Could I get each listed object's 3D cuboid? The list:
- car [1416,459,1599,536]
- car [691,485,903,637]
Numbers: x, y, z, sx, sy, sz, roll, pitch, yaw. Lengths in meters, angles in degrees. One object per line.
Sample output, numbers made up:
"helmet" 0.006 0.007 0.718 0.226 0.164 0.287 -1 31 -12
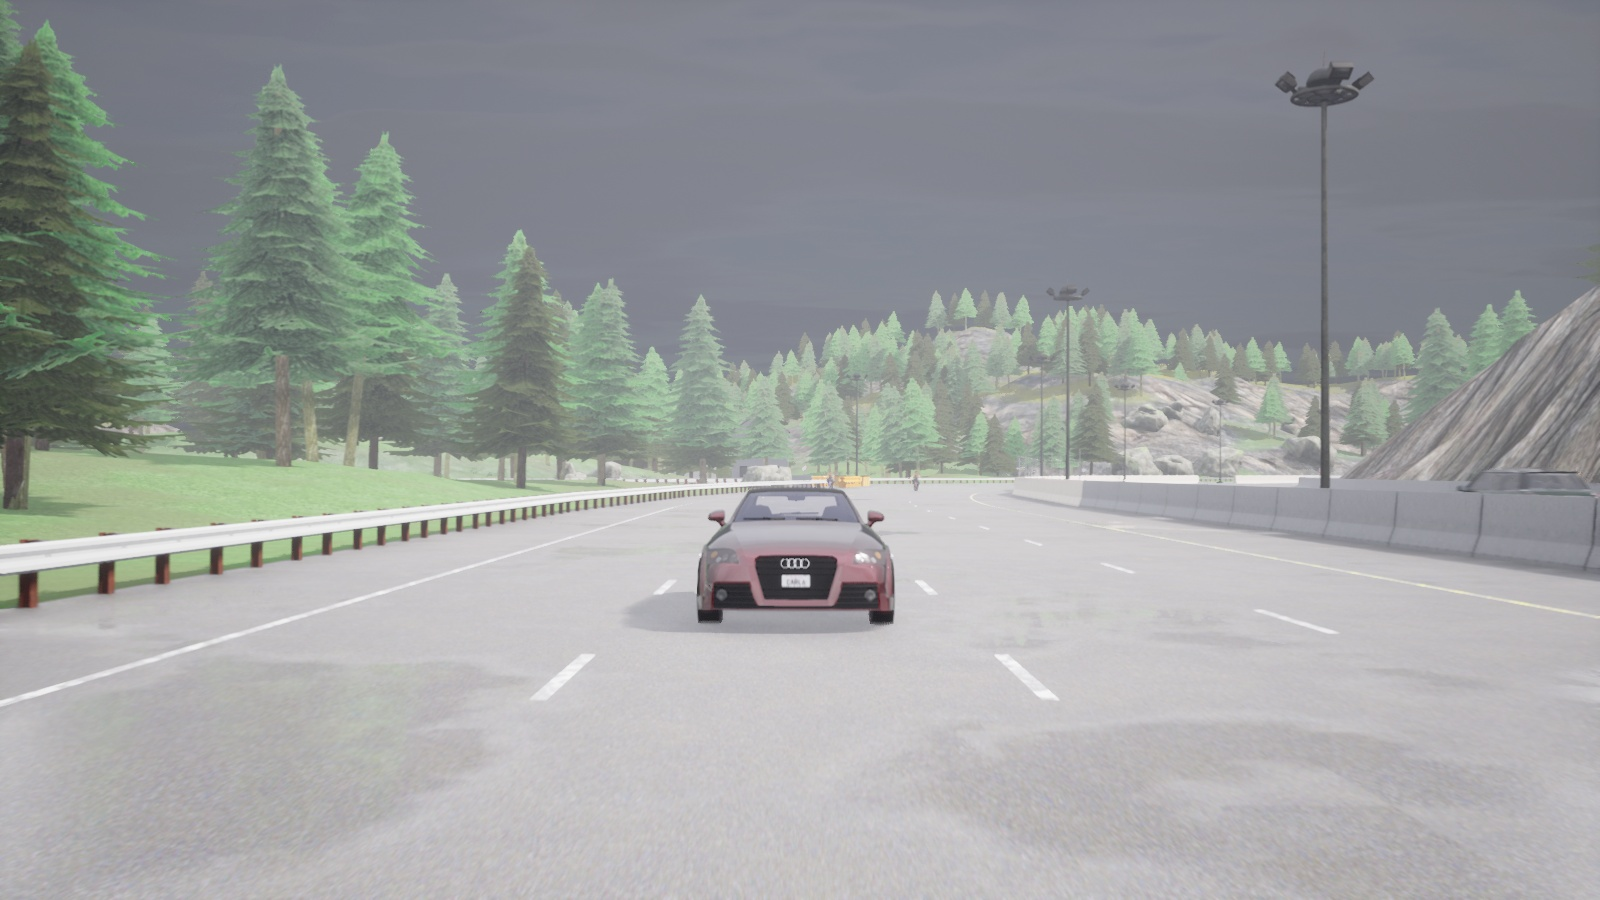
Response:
"car" 17.424 1.123 31.077 2.097 1.767 4.553 0 -1 0
"car" -0.034 1.113 13.983 1.994 1.385 4.181 0 -1 0
